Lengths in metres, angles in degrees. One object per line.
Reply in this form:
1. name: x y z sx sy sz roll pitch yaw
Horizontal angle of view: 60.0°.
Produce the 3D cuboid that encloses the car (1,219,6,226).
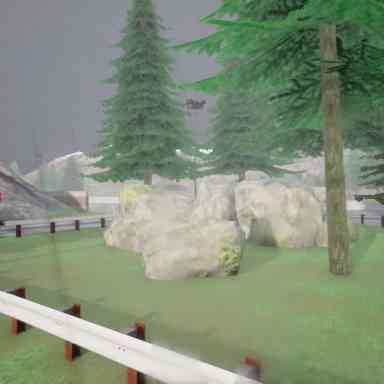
1. car: -11.370 1.367 15.148 5.357 1.411 2.033 0 0 5
